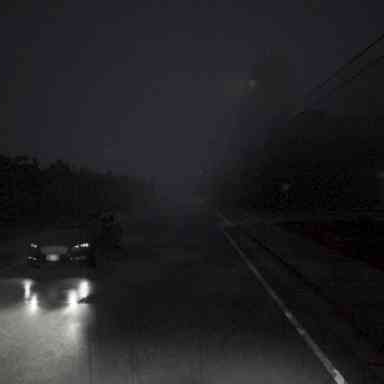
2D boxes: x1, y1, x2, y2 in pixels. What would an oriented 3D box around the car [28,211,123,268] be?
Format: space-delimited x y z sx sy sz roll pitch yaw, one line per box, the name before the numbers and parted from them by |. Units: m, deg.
car | -3.577 1.419 11.024 2.128 1.511 4.902 0 0 0
